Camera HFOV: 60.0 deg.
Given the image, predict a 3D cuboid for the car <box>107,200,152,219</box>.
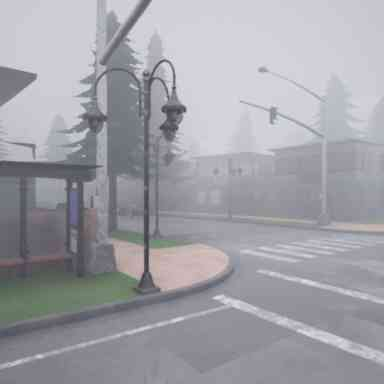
[{"bbox_3d":[-5.568,1.463,28.548,4.902,1.511,2.128,0,0,40],"label":"car"}]
